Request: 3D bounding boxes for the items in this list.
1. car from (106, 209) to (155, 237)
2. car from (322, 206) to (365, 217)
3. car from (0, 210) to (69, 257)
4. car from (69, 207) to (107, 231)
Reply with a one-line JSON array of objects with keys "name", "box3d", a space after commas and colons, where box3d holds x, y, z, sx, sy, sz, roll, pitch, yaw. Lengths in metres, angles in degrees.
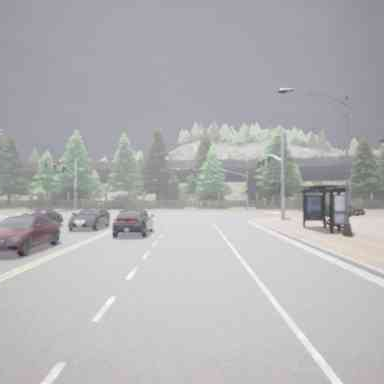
[{"name": "car", "box3d": [-3.400, 1.754, 19.723, 1.837, 1.490, 4.892, 0, -1, 0]}, {"name": "car", "box3d": [16.154, 1.955, 35.544, 4.181, 1.385, 1.994, 0, -1, 0]}, {"name": "car", "box3d": [-7.077, 1.704, 13.992, 1.812, 1.442, 4.674, 0, -1, 0]}, {"name": "car", "box3d": [-6.994, 1.796, 23.062, 2.128, 1.511, 4.902, 0, -1, 0]}]
